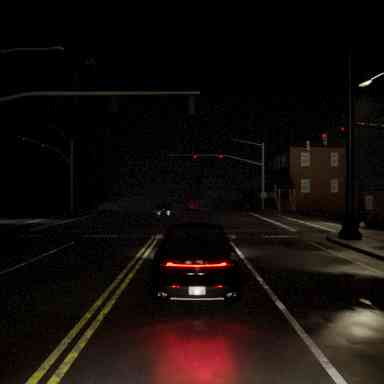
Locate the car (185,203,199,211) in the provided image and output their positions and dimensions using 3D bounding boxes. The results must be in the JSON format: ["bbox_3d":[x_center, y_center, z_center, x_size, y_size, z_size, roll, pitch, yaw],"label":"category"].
[{"bbox_3d":[-0.020,2.379,49.204,1.882,1.535,5.008,0,-8,0],"label":"car"}]

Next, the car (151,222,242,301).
[{"bbox_3d":[0.088,1.505,8.325,1.837,1.490,4.892,0,0,0],"label":"car"}]

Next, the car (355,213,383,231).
[{"bbox_3d":[15.813,2.564,28.814,4.892,1.490,1.837,9,0,0],"label":"car"}]

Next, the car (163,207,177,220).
[{"bbox_3d":[-3.674,3.615,55.725,2.033,1.411,5.357,0,-12,0],"label":"car"}]

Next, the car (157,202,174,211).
[{"bbox_3d":[-3.662,2.056,45.623,2.033,1.411,5.357,0,-4,0],"label":"car"}]
